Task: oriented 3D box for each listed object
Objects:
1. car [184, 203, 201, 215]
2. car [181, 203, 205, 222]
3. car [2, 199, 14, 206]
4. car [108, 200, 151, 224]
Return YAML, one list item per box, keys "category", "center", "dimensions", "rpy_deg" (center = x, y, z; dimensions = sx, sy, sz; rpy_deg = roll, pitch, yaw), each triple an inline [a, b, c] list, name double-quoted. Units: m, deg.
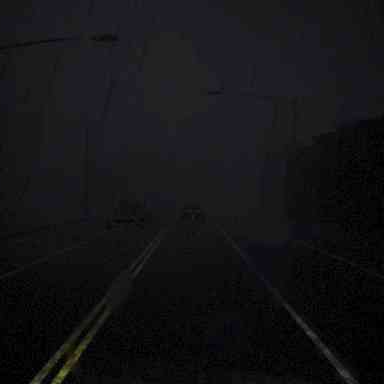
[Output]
- category: "car"
  center: [0.089, 2.011, 40.321]
  dimensions: [1.994, 1.385, 4.181]
  rpy_deg: [0, -1, 0]
- category: "car"
  center: [0.094, 1.816, 29.302]
  dimensions: [2.128, 1.511, 4.902]
  rpy_deg: [0, -1, 0]
- category: "car"
  center: [-46.012, 2.684, 80.041]
  dimensions: [3.806, 1.475, 1.970]
  rpy_deg: [-1, -1, -1]
- category: "car"
  center: [-3.504, 1.185, 19.319]
  dimensions: [2.097, 1.767, 4.553]
  rpy_deg: [0, -1, 0]
